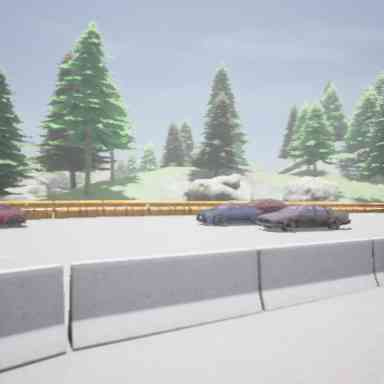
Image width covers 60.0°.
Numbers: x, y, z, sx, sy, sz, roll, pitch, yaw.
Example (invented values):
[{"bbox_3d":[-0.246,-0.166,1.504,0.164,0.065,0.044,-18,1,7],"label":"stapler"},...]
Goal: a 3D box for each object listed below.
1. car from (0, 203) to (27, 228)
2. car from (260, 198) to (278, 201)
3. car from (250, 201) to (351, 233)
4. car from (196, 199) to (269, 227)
[{"bbox_3d":[-11.037,1.215,17.588,4.181,1.385,1.994,0,1,-33],"label":"car"},{"bbox_3d":[5.354,1.242,25.691,5.008,1.535,1.882,0,0,-18],"label":"car"},{"bbox_3d":[6.228,1.394,18.484,5.357,1.411,2.033,0,1,-20],"label":"car"},{"bbox_3d":[2.391,1.353,20.827,4.181,1.385,1.994,0,1,-22],"label":"car"}]
